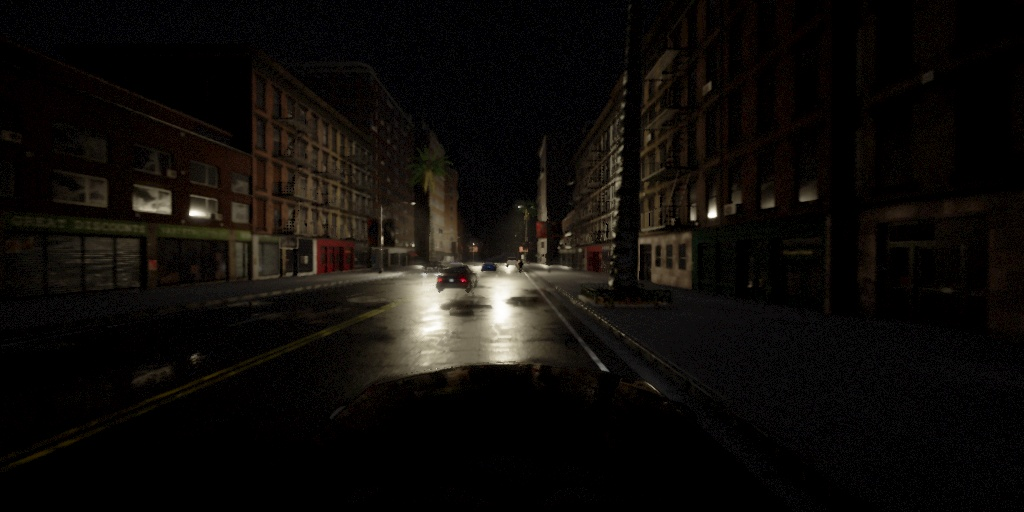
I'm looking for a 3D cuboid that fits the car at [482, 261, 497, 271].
[{"bbox_3d":[-3.157,1.444,50.485,1.994,1.385,4.181,0,0,0],"label":"car"}]

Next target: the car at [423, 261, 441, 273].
[{"bbox_3d":[-9.831,1.365,45.239,1.837,1.490,4.892,0,-1,0],"label":"car"}]

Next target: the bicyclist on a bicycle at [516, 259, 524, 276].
[{"bbox_3d":[0.890,1.193,36.467,0.659,1.776,1.843,0,0,0],"label":"bicyclist on a bicycle"}]

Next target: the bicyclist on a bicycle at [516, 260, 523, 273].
[{"bbox_3d":[0.900,1.298,46.203,0.866,1.612,1.509,0,0,0],"label":"bicyclist on a bicycle"}]

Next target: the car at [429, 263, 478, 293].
[{"bbox_3d":[-3.153,1.319,21.161,2.033,1.411,5.357,0,0,0],"label":"car"}]
